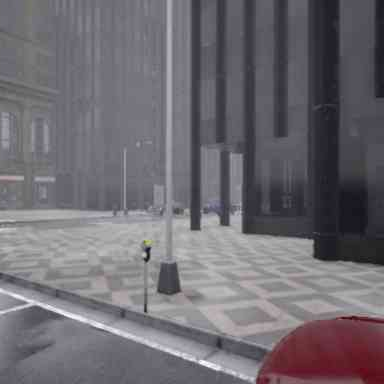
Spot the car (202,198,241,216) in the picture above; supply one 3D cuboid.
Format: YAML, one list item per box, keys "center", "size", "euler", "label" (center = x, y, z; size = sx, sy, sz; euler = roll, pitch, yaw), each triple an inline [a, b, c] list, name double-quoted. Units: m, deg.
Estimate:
- center: [3.419, 1.784, 40.793]
  size: [2.150, 2.045, 5.566]
  euler: [0, -1, 36]
  label: "car"

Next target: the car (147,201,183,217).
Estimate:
- center: [-2.957, 1.806, 37.199]
  size: [2.097, 1.767, 4.553]
  euler: [0, -1, 36]
  label: "car"

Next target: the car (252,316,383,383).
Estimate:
- center: [2.562, 1.315, 1.130]
  size: [5.009, 1.841, 2.192]
  euler: [0, 0, 36]
  label: "car"
